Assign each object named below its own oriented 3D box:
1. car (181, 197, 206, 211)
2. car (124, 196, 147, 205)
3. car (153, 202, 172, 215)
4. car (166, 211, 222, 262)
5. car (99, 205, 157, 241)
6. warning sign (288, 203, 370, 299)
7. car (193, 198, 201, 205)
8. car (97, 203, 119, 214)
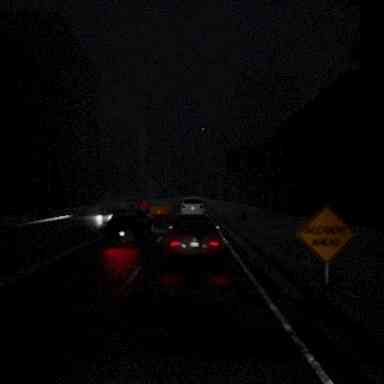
[{"bbox_3d":[0.097,1.487,31.688,2.150,2.045,5.566,0,0,1],"label":"car"},{"bbox_3d":[-6.598,1.552,39.430,2.150,2.045,5.566,0,0,0],"label":"car"},{"bbox_3d":[-3.154,1.764,34.241,1.882,1.535,5.008,0,0,0],"label":"car"},{"bbox_3d":[0.083,1.653,12.539,2.033,1.411,5.357,0,0,0],"label":"car"},{"bbox_3d":[-3.156,1.651,17.456,1.837,1.490,4.892,0,-1,0],"label":"car"},{"bbox_3d":[2.845,1.175,7.066,1.300,1.860,1.060,0,-1,0],"label":"warning sign"},{"bbox_3d":[1.138,2.164,77.055,1.837,1.490,4.892,0,-1,0],"label":"car"},{"bbox_3d":[-9.846,1.935,39.797,1.895,1.301,4.718,0,0,0],"label":"car"}]
